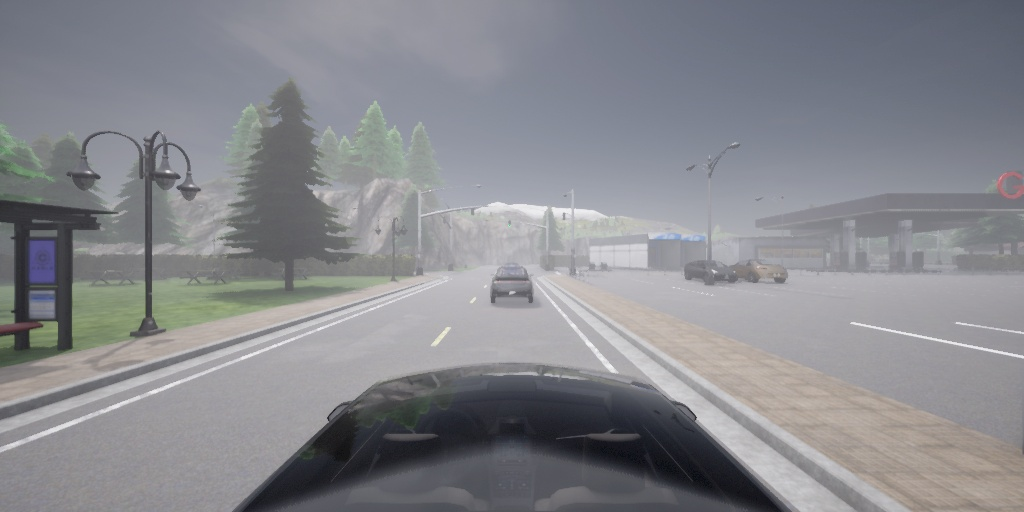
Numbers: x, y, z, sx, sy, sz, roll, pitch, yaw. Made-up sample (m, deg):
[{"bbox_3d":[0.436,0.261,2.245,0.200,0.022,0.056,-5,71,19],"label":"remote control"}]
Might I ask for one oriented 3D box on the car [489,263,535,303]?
[{"bbox_3d":[0.000,1.244,16.500,2.128,1.511,4.902,0,0,0],"label":"car"}]
